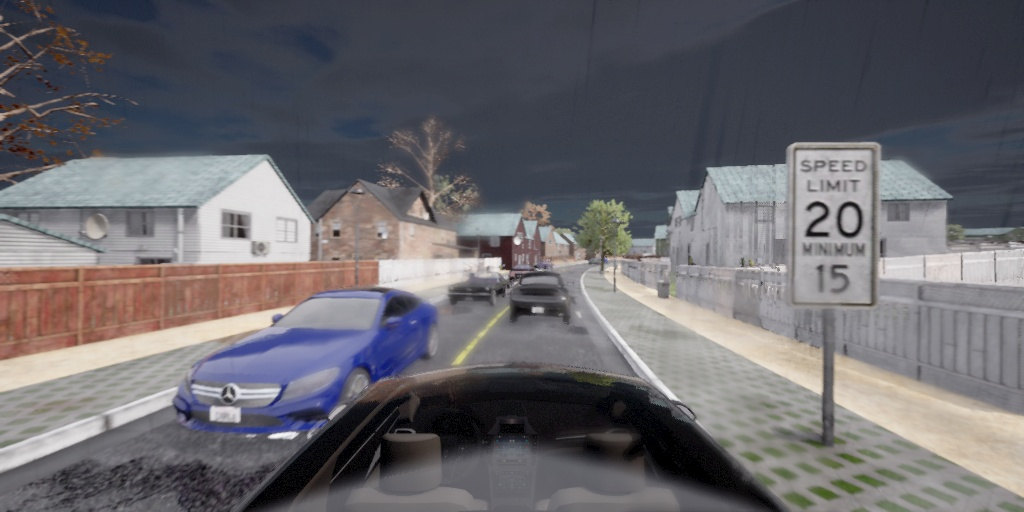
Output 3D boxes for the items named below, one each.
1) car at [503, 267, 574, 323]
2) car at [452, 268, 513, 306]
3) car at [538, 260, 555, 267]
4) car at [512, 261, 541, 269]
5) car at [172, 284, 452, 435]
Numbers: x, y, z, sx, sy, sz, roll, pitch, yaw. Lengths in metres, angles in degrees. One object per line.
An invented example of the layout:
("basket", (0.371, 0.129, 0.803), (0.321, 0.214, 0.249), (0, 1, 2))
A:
("car", (1.034, 1.293, 12.351), (1.837, 1.490, 4.892), (1, -1, 7))
("car", (-1.351, 1.360, 15.952), (1.895, 1.301, 4.718), (1, 0, 8))
("car", (3.808, 1.107, 42.218), (1.895, 1.301, 4.718), (1, 0, 14))
("car", (0.933, 1.368, 29.518), (1.994, 1.385, 4.181), (1, 0, 11))
("car", (-2.510, 1.252, 5.721), (1.812, 1.442, 4.674), (1, 0, 5))
